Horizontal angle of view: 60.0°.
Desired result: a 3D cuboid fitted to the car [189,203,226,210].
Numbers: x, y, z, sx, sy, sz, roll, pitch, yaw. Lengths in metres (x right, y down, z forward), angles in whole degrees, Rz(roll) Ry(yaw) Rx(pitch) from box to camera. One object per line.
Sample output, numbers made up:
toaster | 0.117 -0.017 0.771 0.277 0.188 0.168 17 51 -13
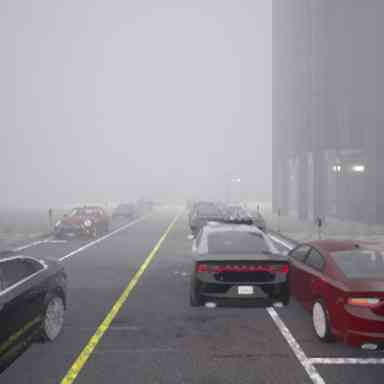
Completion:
car | 0.889 1.570 18.088 1.837 1.490 4.892 0 0 0

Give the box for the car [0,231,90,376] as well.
car | -2.990 1.505 3.674 2.128 1.511 4.902 0 0 0

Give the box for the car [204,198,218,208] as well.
car | 2.912 1.715 51.473 2.008 1.369 4.403 0 0 0

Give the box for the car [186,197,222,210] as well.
car | 0.819 1.436 24.059 2.097 1.767 4.553 0 0 0

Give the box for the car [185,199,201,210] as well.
car | 0.164 1.696 45.746 2.033 1.411 5.357 0 0 1

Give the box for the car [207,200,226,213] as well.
car | 2.879 1.684 40.191 2.008 1.369 4.403 0 0 0

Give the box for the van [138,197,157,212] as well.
van | -5.647 1.474 40.216 1.690 1.788 3.998 0 0 0

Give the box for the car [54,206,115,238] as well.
car | -5.715 1.503 17.651 1.967 1.590 4.097 0 0 0

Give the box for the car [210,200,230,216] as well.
car | 2.862 1.642 34.720 1.752 1.417 4.829 0 0 0

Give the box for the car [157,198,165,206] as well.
car | -5.596 1.730 57.138 2.008 1.369 4.403 0 0 0

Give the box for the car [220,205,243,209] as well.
car | 2.811 1.614 17.628 2.008 1.369 4.403 0 0 0

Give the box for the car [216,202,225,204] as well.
car | 2.828 1.647 23.268 1.947 1.339 4.313 0 0 0

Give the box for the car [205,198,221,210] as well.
car | 2.895 1.589 45.832 1.967 1.590 4.097 0 0 0

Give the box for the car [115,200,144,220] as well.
car | -5.680 1.665 28.934 1.947 1.339 4.313 0 0 0

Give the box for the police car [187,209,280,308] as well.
police car | 0.910 1.457 8.198 1.930 1.638 5.238 0 0 0

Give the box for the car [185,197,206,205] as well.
car | 0.756 1.689 64.636 1.882 1.535 5.008 0 0 32

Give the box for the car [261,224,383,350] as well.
car | 2.777 1.568 6.347 1.887 1.381 4.507 0 0 0
